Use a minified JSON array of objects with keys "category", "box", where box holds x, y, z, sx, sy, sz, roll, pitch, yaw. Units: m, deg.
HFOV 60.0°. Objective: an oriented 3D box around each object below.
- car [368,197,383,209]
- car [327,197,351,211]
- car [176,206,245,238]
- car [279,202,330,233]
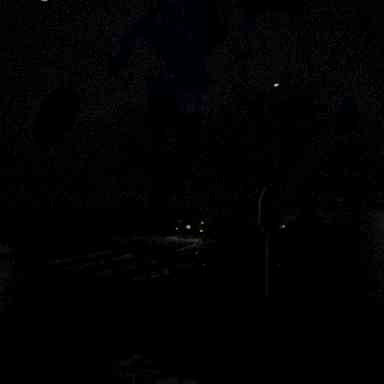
[{"category":"car","box":[23.486,1.319,41.770,2.128,1.511,4.902,0,0,37]},{"category":"car","box":[16.423,1.284,37.298,1.882,1.535,5.008,0,0,38]},{"category":"car","box":[1.036,1.424,17.068,1.994,1.385,4.181,0,0,37]},{"category":"car","box":[5.989,1.448,18.716,1.895,1.301,4.718,0,0,37]}]
